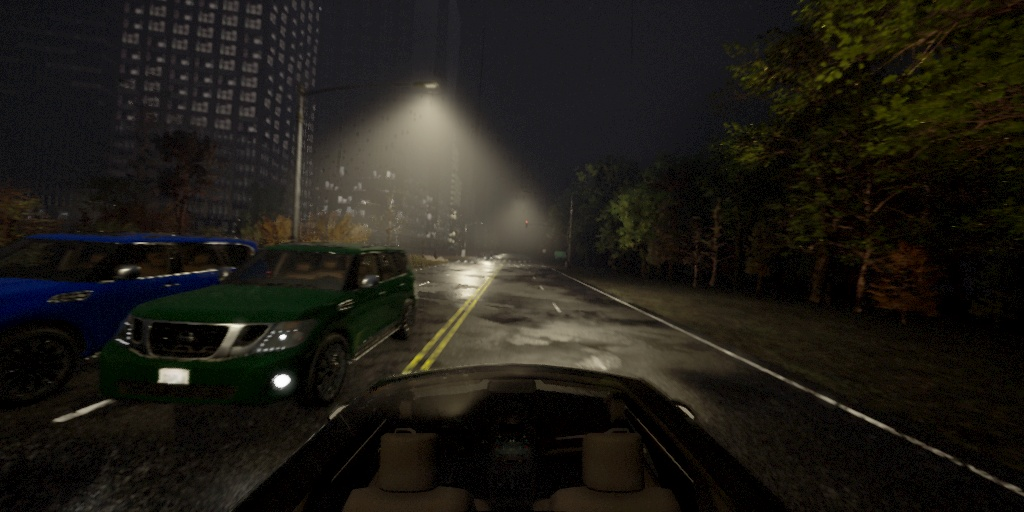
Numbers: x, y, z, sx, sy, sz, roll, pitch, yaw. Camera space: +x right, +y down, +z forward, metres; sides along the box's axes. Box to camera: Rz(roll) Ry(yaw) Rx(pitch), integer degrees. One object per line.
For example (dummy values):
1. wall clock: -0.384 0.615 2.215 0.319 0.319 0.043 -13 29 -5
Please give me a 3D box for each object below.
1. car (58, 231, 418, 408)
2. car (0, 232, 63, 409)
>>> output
1. car: -3.266 0.777 6.254 2.150 2.045 5.566 3 1 0
2. car: -6.514 0.618 5.866 2.150 2.045 5.566 3 1 0
